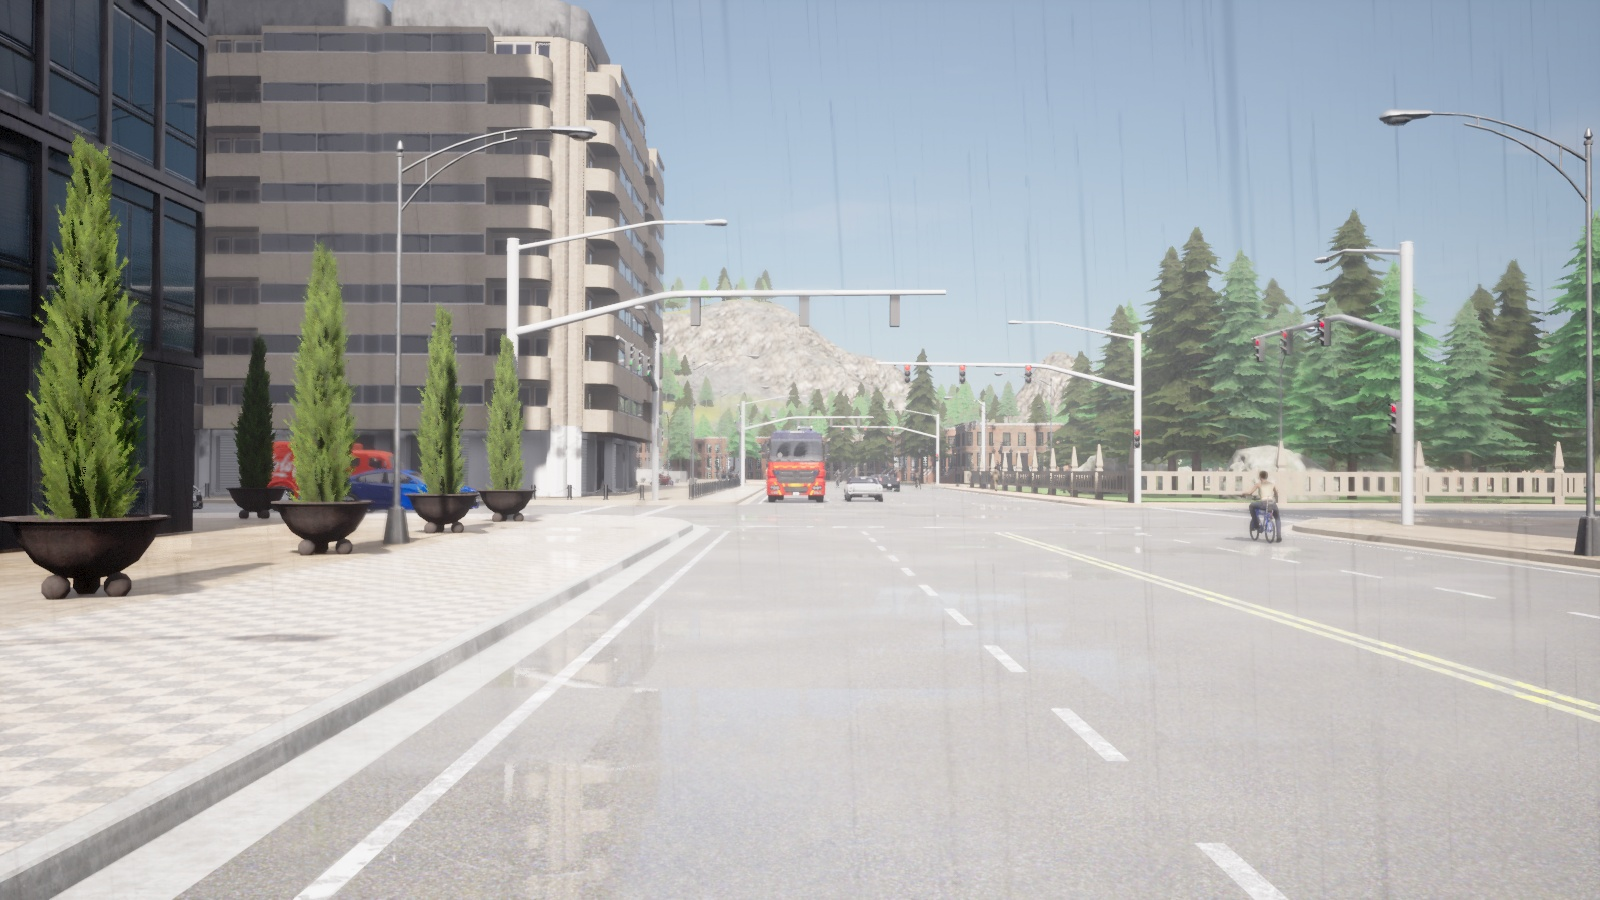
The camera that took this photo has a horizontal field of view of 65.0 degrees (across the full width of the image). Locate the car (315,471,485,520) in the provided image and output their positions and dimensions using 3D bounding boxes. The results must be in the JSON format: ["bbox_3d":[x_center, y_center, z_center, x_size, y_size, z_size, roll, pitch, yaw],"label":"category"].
[{"bbox_3d":[-13.090,1.481,41.321,5.008,1.535,1.882,0,-1,0],"label":"car"}]

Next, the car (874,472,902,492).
[{"bbox_3d":[6.723,2.411,96.059,1.845,1.501,3.633,0,-1,0],"label":"car"}]

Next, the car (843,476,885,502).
[{"bbox_3d":[3.310,2.002,65.676,1.895,1.301,4.718,0,-1,0],"label":"car"}]

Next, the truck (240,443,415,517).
[{"bbox_3d":[-16.783,1.072,44.837,5.204,2.467,2.627,1,-1,0],"label":"truck"}]

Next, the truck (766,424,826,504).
[{"bbox_3d":[-0.192,0.738,64.917,2.891,3.827,8.468,0,-1,0],"label":"truck"}]

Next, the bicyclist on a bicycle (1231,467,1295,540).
[{"bbox_3d":[10.412,1.183,28.270,0.866,1.612,1.509,0,-1,0],"label":"bicyclist on a bicycle"}]

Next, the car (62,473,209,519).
[{"bbox_3d":[-21.819,1.504,41.343,3.806,1.475,1.970,0,-1,0],"label":"car"}]
